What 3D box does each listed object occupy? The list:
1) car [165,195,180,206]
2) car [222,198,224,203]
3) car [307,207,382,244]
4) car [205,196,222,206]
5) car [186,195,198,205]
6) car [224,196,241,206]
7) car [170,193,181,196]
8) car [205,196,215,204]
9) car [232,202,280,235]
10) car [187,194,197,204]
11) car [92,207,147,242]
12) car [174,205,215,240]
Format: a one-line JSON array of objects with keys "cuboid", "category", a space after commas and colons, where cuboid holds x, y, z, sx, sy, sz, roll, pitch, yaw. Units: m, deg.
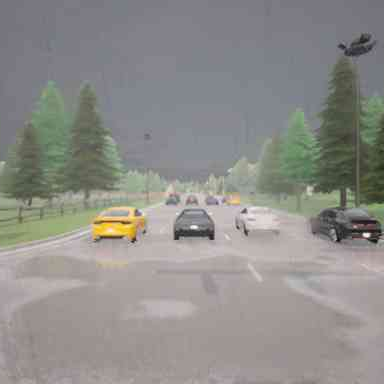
[{"cuboid": [-3.489, 1.601, 56.589, 1.895, 1.301, 4.718, 0, 0, 0], "category": "car"}, {"cuboid": [7.013, 1.570, 66.560, 1.994, 1.385, 4.181, 0, 0, 0], "category": "car"}, {"cuboid": [7.103, 1.504, 15.946, 1.837, 1.490, 4.892, 0, 0, 0], "category": "car"}, {"cuboid": [3.511, 1.563, 56.557, 1.994, 1.385, 4.181, 0, 0, 0], "category": "car"}, {"cuboid": [0.011, 1.351, 56.528, 2.097, 1.767, 4.553, 0, 0, 0], "category": "car"}, {"cuboid": [7.011, 1.477, 56.140, 1.882, 1.535, 5.008, 0, 0, 0], "category": "car"}, {"cuboid": [-3.487, 1.248, 66.592, 2.150, 2.045, 5.566, 0, 0, 0], "category": "car"}, {"cuboid": [3.513, 1.509, 66.560, 1.837, 1.490, 4.892, 0, 0, 0], "category": "car"}, {"cuboid": [3.589, 1.525, 18.623, 1.812, 1.442, 4.674, 0, 0, 0], "category": "car"}, {"cuboid": [0.013, 1.362, 66.531, 2.097, 1.767, 4.553, 0, 0, 0], "category": "car"}, {"cuboid": [-3.396, 1.478, 16.384, 1.882, 1.535, 5.008, 0, 0, 0], "category": "car"}, {"cuboid": [0.103, 1.564, 17.112, 1.994, 1.385, 4.181, 0, 0, 0], "category": "car"}]
